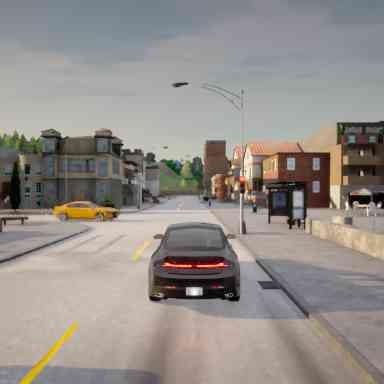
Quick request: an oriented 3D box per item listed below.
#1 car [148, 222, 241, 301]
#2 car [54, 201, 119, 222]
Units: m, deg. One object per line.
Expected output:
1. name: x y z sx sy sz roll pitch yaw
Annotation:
1. car: 0.064 1.504 8.288 1.837 1.490 4.892 0 0 1
2. car: -8.109 1.476 25.670 5.008 1.535 1.882 0 -1 14
